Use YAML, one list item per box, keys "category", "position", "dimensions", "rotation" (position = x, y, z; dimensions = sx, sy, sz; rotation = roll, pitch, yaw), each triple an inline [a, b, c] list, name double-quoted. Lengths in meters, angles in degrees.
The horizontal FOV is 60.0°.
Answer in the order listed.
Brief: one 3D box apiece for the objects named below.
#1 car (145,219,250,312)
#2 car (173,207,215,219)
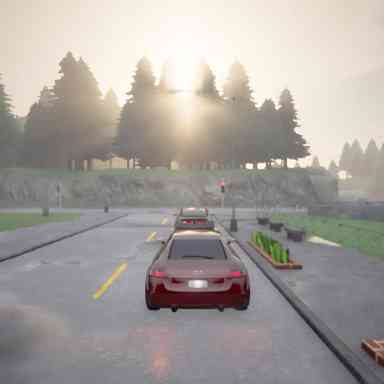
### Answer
- category: "car"
  position: [0.103, 1.562, 7.774]
  dimensions: [1.994, 1.385, 4.181]
  rotation: [0, 0, 0]
- category: "car"
  position: [0.105, 1.501, 16.686]
  dimensions: [1.837, 1.490, 4.892]
  rotation: [0, 0, 0]
